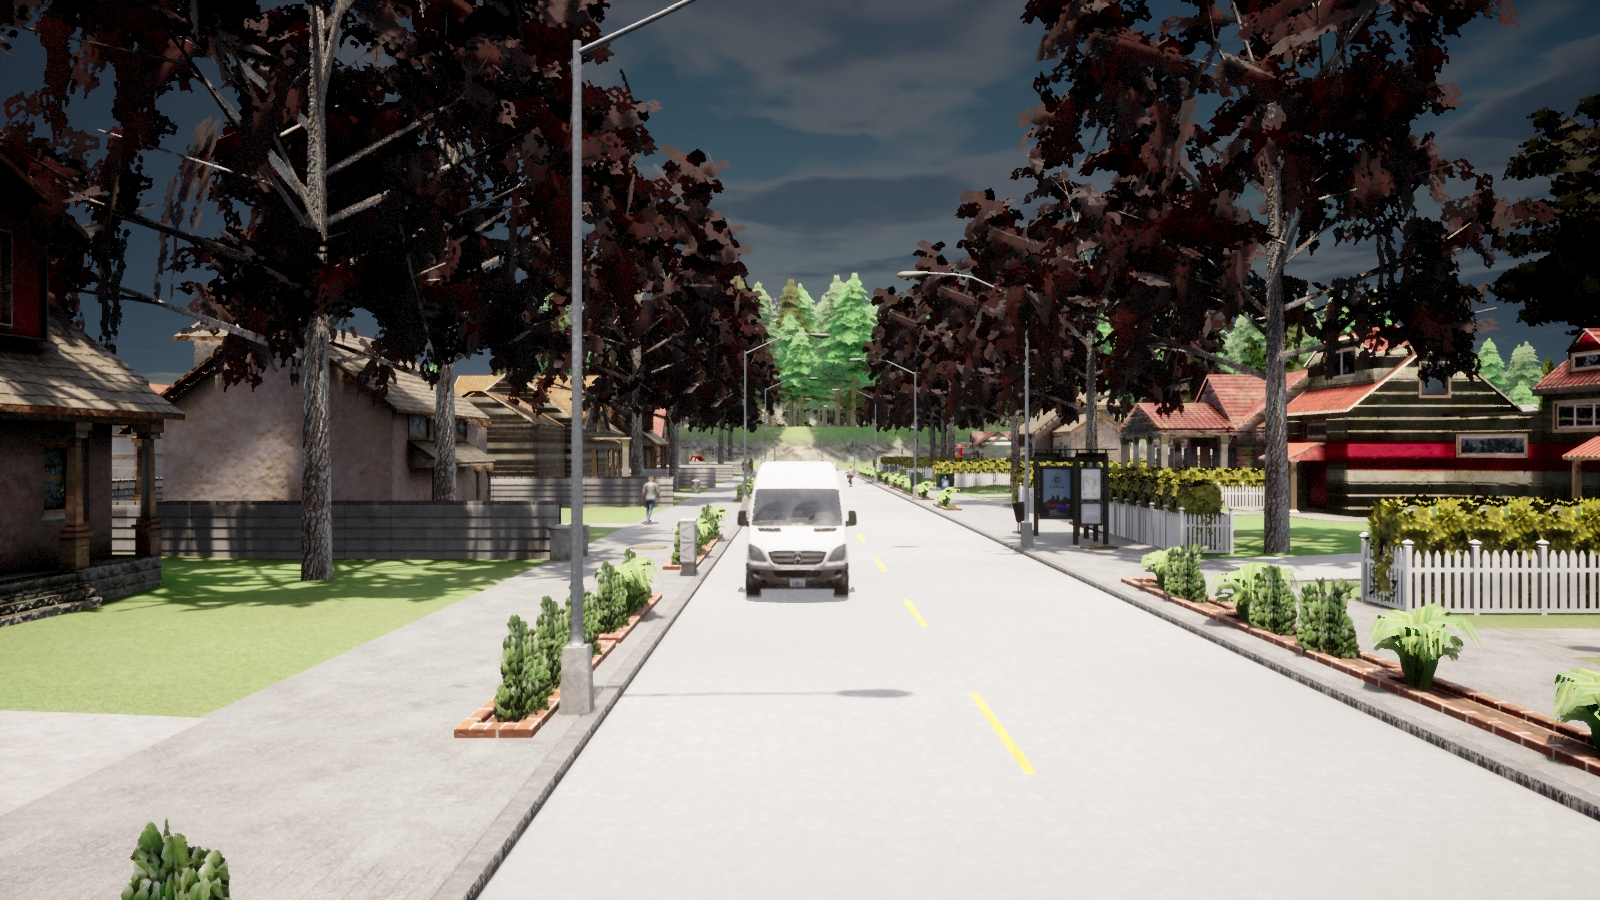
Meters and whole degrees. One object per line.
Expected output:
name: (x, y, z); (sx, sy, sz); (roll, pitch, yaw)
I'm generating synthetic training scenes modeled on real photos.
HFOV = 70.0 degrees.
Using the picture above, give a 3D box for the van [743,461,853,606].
van: (-0.048, 1.534, 23.616); (1.988, 2.561, 5.915); (0, 0, 0)

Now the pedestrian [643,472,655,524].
pedestrian: (-5.498, 1.743, 41.667); (0.375, 1.860, 0.375); (0, 0, 2)
